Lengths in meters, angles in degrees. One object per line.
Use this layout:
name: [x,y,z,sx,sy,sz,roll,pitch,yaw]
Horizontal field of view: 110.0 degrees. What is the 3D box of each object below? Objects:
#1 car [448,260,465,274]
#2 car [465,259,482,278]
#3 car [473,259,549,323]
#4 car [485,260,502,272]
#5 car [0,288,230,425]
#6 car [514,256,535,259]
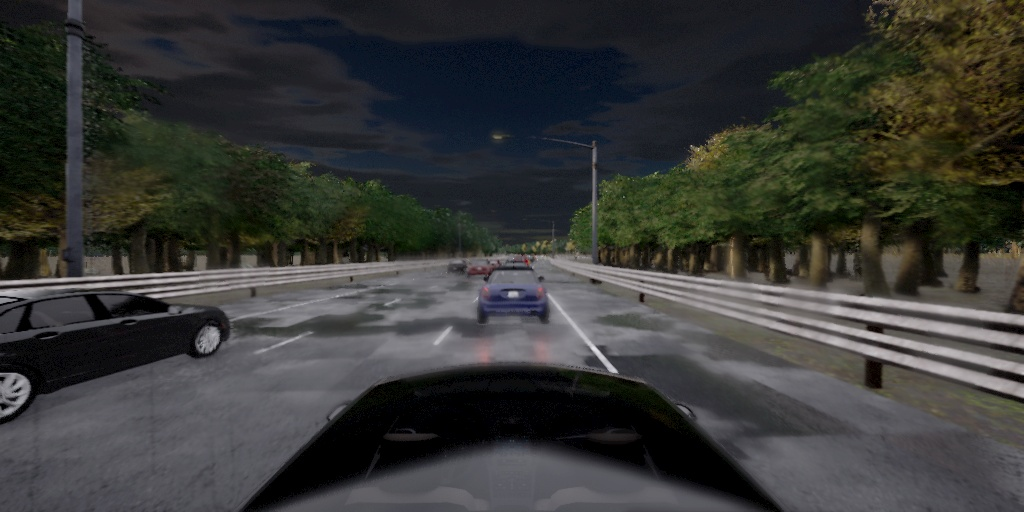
car: [-6.092,1.205,41.412,1.882,1.535,5.008,0,0,2]
car: [-2.851,1.092,33.979,2.097,1.767,4.553,0,0,2]
car: [0.067,1.103,12.282,2.097,1.767,4.553,0,0,1]
car: [-2.328,1.248,46.921,1.812,1.442,4.674,0,0,3]
car: [-6.888,1.254,5.585,1.837,1.490,4.892,0,0,0]
car: [0.259,1.101,23.778,2.097,1.767,4.553,0,0,1]
